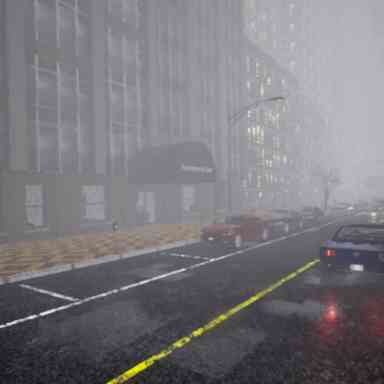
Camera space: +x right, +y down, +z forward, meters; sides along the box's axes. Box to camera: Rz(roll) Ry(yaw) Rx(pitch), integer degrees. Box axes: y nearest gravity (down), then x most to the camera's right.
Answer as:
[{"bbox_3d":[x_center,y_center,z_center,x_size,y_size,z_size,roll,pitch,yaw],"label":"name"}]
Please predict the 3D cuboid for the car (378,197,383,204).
[{"bbox_3d":[38.336,1.659,66.184,1.752,1.417,4.829,-2,-1,36],"label":"car"}]

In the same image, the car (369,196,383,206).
[{"bbox_3d":[31.822,1.575,57.077,1.967,1.590,4.097,-2,-1,36],"label":"car"}]

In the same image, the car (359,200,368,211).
[{"bbox_3d":[21.908,1.686,43.204,2.008,1.369,4.403,-2,-1,36],"label":"car"}]

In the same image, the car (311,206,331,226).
[{"bbox_3d":[8.687,1.717,24.710,1.802,1.307,4.206,-2,-1,36],"label":"car"}]

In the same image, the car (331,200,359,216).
[{"bbox_3d":[15.297,1.686,33.957,2.008,1.369,4.403,-2,-1,36],"label":"car"}]

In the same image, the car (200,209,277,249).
[{"bbox_3d":[2.075,1.679,15.463,1.887,1.381,4.507,-2,-1,36],"label":"car"}]

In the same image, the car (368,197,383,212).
[{"bbox_3d":[22.716,1.597,39.710,1.837,1.490,4.892,-1,-1,36],"label":"car"}]

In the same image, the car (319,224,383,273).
[{"bbox_3d":[5.471,1.630,10.248,1.895,1.301,4.718,-1,-1,36],"label":"car"}]

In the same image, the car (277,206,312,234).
[{"bbox_3d":[5.380,1.686,20.087,2.008,1.369,4.403,-2,-1,36],"label":"car"}]

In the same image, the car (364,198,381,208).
[{"bbox_3d":[28.519,1.717,52.451,1.802,1.307,4.206,-2,-1,36],"label":"car"}]
